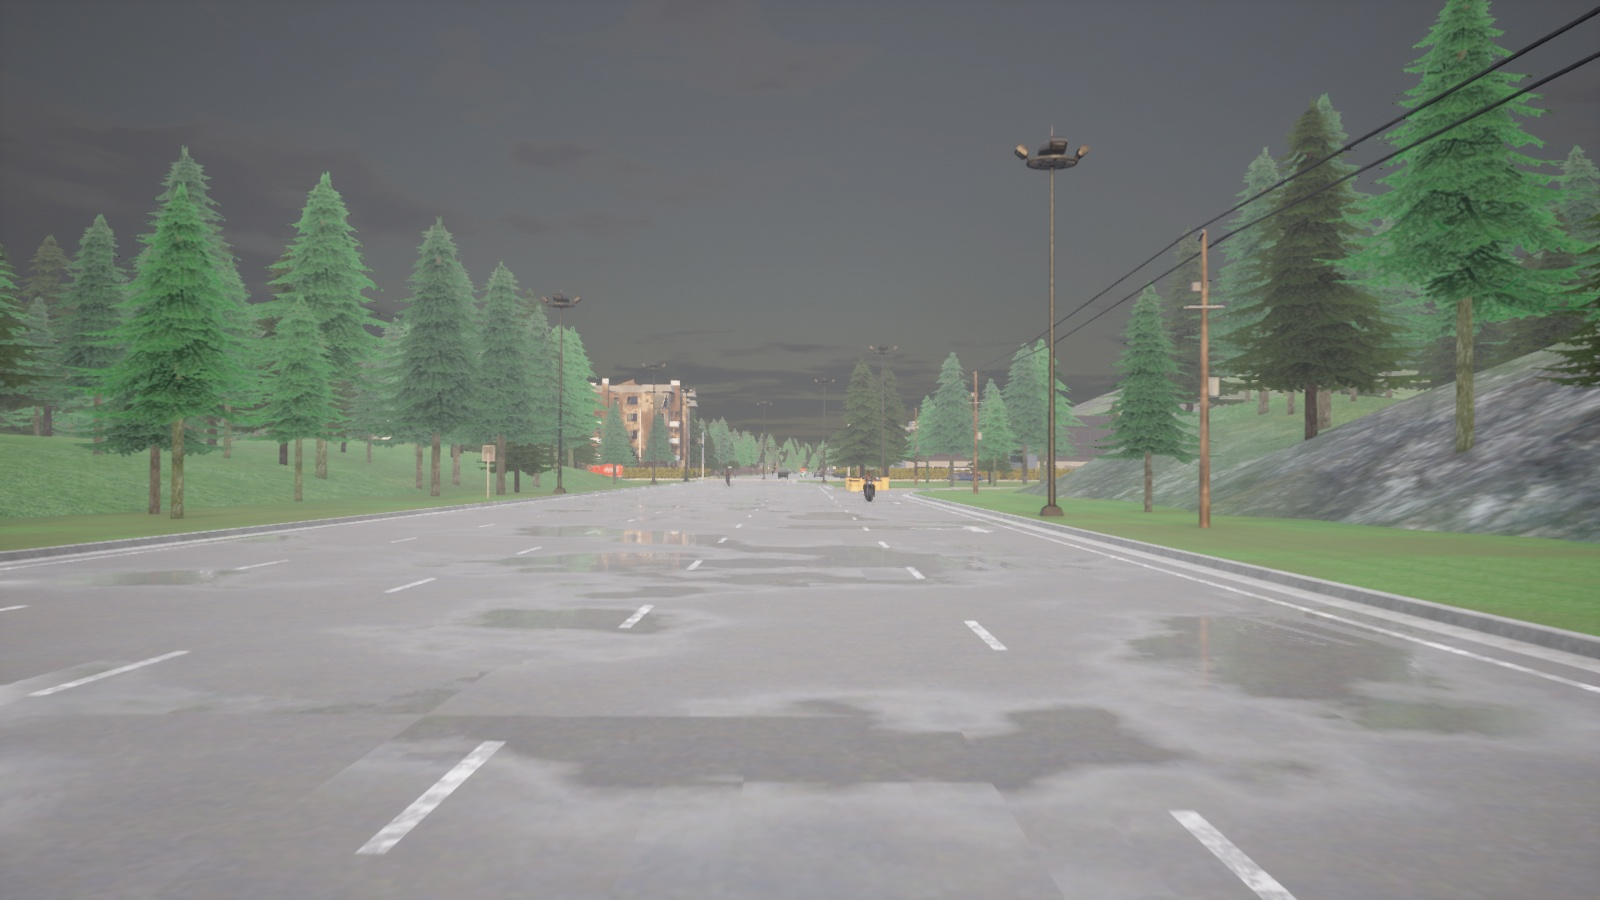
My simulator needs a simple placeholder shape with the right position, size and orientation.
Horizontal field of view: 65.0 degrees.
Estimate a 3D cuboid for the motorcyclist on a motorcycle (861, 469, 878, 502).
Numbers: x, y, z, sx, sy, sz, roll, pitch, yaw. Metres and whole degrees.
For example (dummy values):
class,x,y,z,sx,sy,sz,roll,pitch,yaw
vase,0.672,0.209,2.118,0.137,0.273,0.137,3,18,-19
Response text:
class,x,y,z,sx,sy,sz,roll,pitch,yaw
motorcyclist on a motorcycle,3.570,1.817,64.628,0.766,1.649,2.350,0,-1,0
